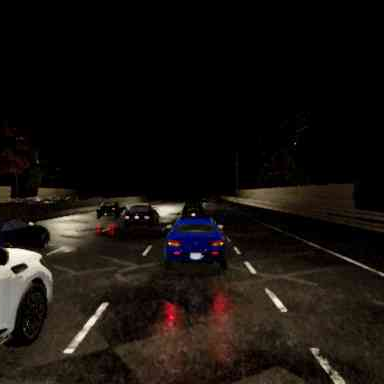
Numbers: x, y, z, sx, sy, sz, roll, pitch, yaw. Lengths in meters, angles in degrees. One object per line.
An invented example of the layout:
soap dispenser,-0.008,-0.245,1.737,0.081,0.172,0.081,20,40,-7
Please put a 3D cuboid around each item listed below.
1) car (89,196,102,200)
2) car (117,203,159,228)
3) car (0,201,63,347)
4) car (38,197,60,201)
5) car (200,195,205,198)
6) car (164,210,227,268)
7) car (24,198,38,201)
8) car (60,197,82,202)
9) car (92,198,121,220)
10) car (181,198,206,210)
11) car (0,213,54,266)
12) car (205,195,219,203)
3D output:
car,-17.509,1.531,60.599,2.097,1.767,4.553,0,0,0
car,-3.393,1.607,22.908,2.033,1.411,5.357,0,0,0
car,-3.397,1.229,3.187,2.150,2.045,5.566,0,0,0
car,-24.505,1.667,58.675,2.128,1.511,4.902,0,0,1
car,3.522,1.560,85.024,1.882,1.535,5.008,0,0,0
car,0.102,1.553,11.220,1.812,1.442,4.674,0,0,0
car,-27.994,1.719,58.534,2.033,1.411,5.357,0,0,0
car,-21.009,1.678,58.820,1.837,1.490,4.892,0,0,1
car,-6.892,1.570,28.976,2.128,1.511,4.902,0,0,0
car,0.106,1.583,29.043,1.837,1.490,4.892,0,0,0
car,-6.897,1.594,12.125,1.994,1.385,4.181,0,0,0
car,3.514,1.498,55.023,1.812,1.442,4.674,0,0,0
